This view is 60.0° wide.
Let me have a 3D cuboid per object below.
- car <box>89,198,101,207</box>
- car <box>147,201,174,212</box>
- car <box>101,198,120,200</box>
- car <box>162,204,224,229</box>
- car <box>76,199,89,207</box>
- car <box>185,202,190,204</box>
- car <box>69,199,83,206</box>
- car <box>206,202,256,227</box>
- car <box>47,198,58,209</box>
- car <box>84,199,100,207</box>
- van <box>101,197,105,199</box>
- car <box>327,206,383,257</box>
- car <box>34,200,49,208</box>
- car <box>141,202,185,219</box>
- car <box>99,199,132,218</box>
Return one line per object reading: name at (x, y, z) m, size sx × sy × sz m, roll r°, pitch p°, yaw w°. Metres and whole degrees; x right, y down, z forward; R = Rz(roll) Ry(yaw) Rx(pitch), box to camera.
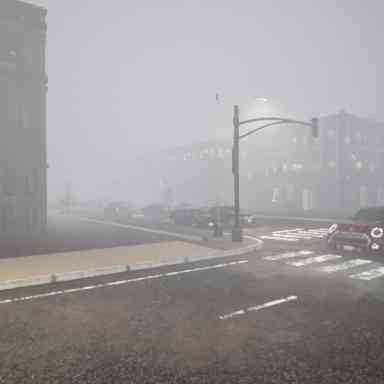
car at (-17.114, 1.939, 62.873) m, size 2.192 × 1.841 × 5.009 m, roll -1°, pitch 0°, yaw -35°
car at (-4.295, 1.966, 44.817) m, size 1.802 × 1.307 × 4.206 m, roll -2°, pitch 0°, yaw -35°
car at (-9.254, 1.938, 41.827) m, size 2.128 × 1.511 × 4.902 m, roll -1°, pitch 0°, yaw -35°
car at (0.004, 1.814, 24.064) m, size 1.947 × 1.339 × 4.313 m, roll -1°, pitch 0°, yaw -35°
car at (-21.897, 2.263, 65.162) m, size 1.994 × 1.385 × 4.181 m, roll -1°, pitch 0°, yaw -35°
car at (-1.093, 1.903, 40.303) m, size 1.802 × 1.307 × 4.206 m, roll -2°, pitch 0°, yaw -35°
car at (-26.717, 2.363, 76.417) m, size 1.947 × 1.339 × 4.313 m, roll -1°, pitch 0°, yaw -35°
car at (2.685, 1.737, 24.990) m, size 1.812 × 1.442 × 4.674 m, roll -1°, pitch 0°, yaw -33°
car at (-23.844, 2.232, 57.884) m, size 1.752 × 1.417 × 4.829 m, roll -1°, pitch 0°, yaw -35°
car at (-20.311, 2.227, 67.388) m, size 1.887 × 1.381 × 4.507 m, roll -1°, pitch 0°, yaw -35°
van at (-13.910, 1.906, 58.359) m, size 1.690 × 1.788 × 3.998 m, roll -1°, pitch 0°, yaw -35°
car at (7.240, 1.350, 12.823) m, size 4.553 × 1.767 × 2.097 m, roll 0°, pitch 0°, yaw -35°
car at (-30.348, 2.375, 67.052) m, size 2.008 × 1.369 × 4.403 m, roll -1°, pitch 0°, yaw -35°
car at (-3.260, 1.877, 33.360) m, size 2.033 × 1.411 × 5.357 m, roll -1°, pitch 0°, yaw -36°
car at (-7.929, 1.846, 35.451) m, size 1.967 × 1.590 × 4.097 m, roll -1°, pitch 0°, yaw -35°
